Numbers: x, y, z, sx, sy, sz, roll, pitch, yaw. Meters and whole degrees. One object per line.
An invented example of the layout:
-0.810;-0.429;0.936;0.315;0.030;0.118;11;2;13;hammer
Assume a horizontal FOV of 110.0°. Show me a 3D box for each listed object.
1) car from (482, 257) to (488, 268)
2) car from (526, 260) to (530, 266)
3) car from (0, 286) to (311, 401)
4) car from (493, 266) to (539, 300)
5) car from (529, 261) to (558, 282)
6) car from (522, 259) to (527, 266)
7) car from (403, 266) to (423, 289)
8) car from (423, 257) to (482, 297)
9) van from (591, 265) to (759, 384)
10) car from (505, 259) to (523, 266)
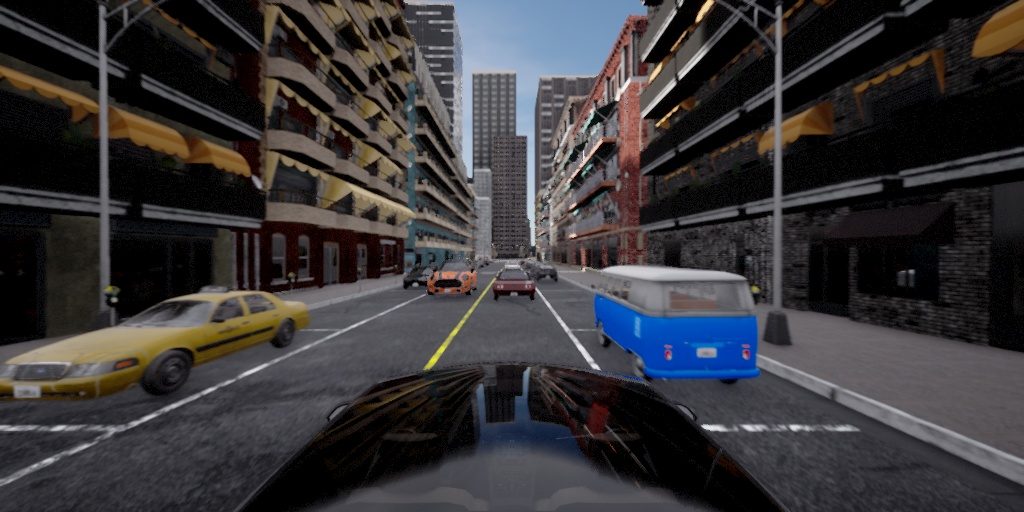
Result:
-5.714;1.358;62.027;1.948;1.339;4.313;0;0;0;car
2.677;1.320;34.399;2.007;1.370;4.403;0;0;0;car
-5.694;1.277;6.622;1.751;1.417;4.829;0;0;0;car
0.095;1.360;17.760;1.895;1.301;4.718;0;0;0;car
2.679;1.317;28.875;2.007;1.370;4.403;0;0;0;car
2.671;1.334;50.969;2.007;1.370;4.403;0;0;0;car
-5.700;1.327;23.362;1.948;1.339;4.313;0;0;0;car
-3.006;1.033;19.007;2.097;1.767;4.553;0;0;0;car
2.687;1.094;6.783;1.690;1.789;3.998;0;0;0;van
0.085;1.378;44.816;1.895;1.301;4.718;0;0;0;car
